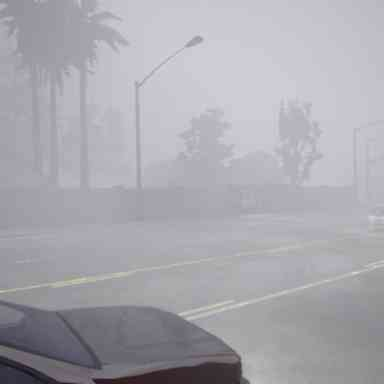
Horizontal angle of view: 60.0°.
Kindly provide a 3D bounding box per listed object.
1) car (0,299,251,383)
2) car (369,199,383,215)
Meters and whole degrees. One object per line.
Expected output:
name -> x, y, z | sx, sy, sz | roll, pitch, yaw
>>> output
car -> -2.056, 1.550, 2.282 | 5.357, 1.411, 2.033 | 0, 0, -36
car -> 17.599, 1.275, 29.413 | 4.674, 1.442, 1.812 | -1, 0, -35
